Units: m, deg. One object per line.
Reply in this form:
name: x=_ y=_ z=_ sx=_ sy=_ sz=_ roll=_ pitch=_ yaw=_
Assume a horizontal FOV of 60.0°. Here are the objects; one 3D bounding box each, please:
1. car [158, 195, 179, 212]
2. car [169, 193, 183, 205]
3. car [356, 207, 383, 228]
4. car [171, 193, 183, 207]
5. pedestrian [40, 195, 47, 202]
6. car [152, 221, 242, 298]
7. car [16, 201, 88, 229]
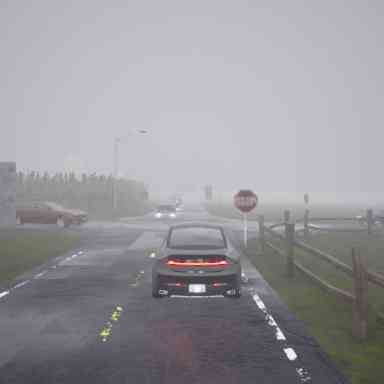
car: x=-2.885 y=1.483 z=38.734 sx=1.882 sy=1.535 sz=5.008 roll=0 pitch=0 yaw=0
car: x=-2.885 y=1.230 z=59.684 sx=2.150 sy=2.045 sz=5.566 roll=0 pitch=0 yaw=1
car: x=14.614 y=1.795 z=24.328 sx=4.902 sy=1.511 sz=2.128 roll=1 pitch=-1 yaw=0
car: x=-2.888 y=1.359 z=49.020 sx=2.097 sy=1.767 sz=4.553 roll=0 pitch=0 yaw=0
pedestrian: x=-12.195 y=1.140 z=27.240 sx=0.375 sy=1.860 sz=0.375 roll=0 pitch=-2 yaw=0
car: x=0.094 y=1.506 z=8.468 sx=1.837 sy=1.490 sz=4.892 roll=0 pitch=0 yaw=0
car: x=-8.837 y=1.328 z=20.395 sx=5.008 sy=1.535 sz=1.882 roll=1 pitch=-1 yaw=13
